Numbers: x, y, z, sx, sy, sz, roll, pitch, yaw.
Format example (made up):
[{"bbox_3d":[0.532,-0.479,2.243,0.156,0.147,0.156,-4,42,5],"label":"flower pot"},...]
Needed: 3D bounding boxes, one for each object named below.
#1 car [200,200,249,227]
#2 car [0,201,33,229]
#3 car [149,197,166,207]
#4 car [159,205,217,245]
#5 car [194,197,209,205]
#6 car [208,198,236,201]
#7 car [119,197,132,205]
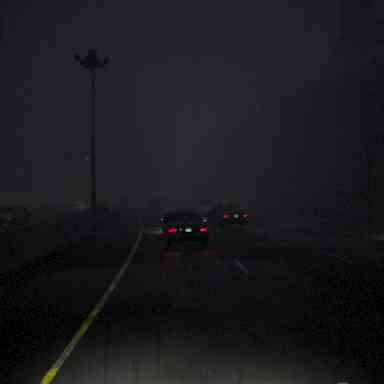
[{"bbox_3d":[2.271,1.524,22.883,2.033,1.411,5.357,-1,0,-10],"label":"car"},{"bbox_3d":[-12.416,1.633,22.562,1.882,1.535,5.008,-1,0,-9],"label":"car"},{"bbox_3d":[-5.501,1.554,52.952,1.882,1.535,5.008,0,0,-19],"label":"car"},{"bbox_3d":[-0.443,1.556,15.590,2.033,1.411,5.357,-1,0,-7],"label":"car"},{"bbox_3d":[1.872,1.511,52.881,1.812,1.442,4.674,0,0,-19],"label":"car"},{"bbox_3d":[3.529,1.440,33.859,1.882,1.535,5.008,0,0,-13],"label":"car"},{"bbox_3d":[-12.228,1.651,61.290,2.128,1.511,4.902,-1,0,-20],"label":"car"}]
